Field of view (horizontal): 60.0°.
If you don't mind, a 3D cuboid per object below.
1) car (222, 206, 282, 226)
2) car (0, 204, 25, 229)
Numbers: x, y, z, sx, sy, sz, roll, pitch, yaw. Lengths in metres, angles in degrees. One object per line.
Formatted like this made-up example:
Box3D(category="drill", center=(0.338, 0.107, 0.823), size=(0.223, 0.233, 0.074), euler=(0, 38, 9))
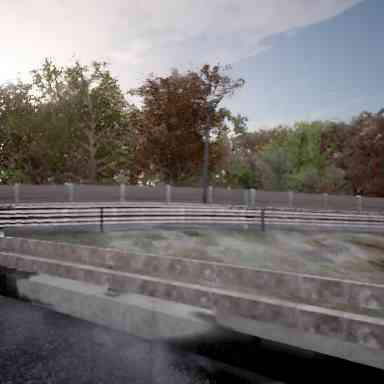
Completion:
Box3D(category="car", center=(4.820, 1.871, 26.691), size=(4.902, 1.511, 2.128), euler=(3, -1, -16))
Box3D(category="car", center=(-13.497, 1.417, 21.321), size=(5.008, 1.535, 1.882), euler=(1, 0, -16))
